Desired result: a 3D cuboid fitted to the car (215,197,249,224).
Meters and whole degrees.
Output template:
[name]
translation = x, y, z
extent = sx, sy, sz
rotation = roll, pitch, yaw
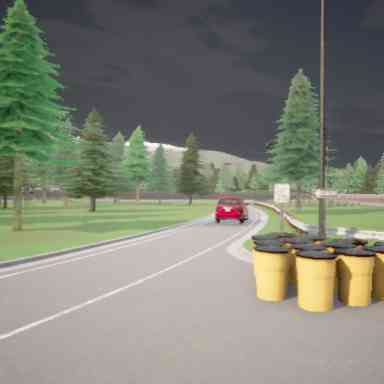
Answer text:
[car]
translation = 3.324, 1.425, 26.992
extent = 2.150, 2.045, 5.566
rotation = 1, 0, 15
